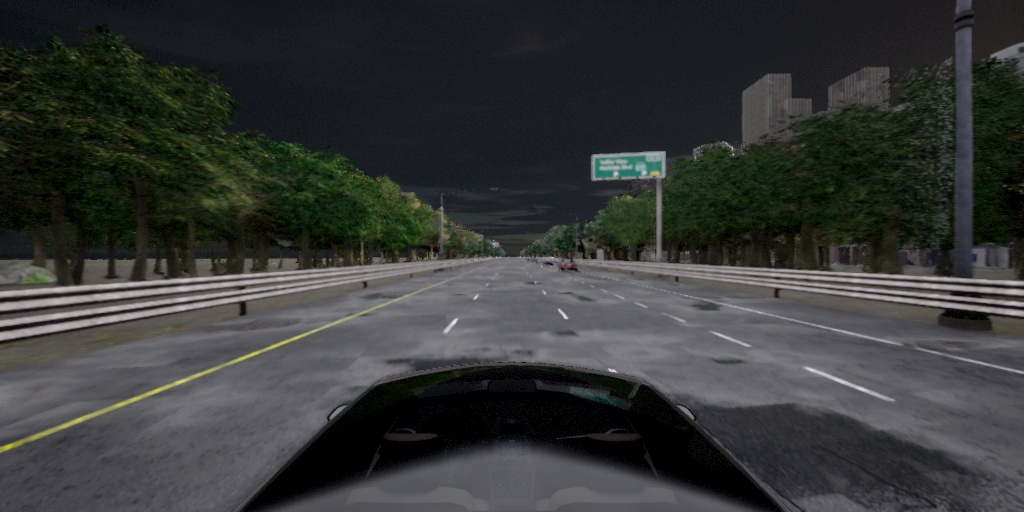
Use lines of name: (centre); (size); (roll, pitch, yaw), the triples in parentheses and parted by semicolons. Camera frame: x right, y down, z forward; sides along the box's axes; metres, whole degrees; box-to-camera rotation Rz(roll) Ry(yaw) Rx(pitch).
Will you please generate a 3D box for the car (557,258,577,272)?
car: (7.063, 1.089, 46.386); (2.097, 1.767, 4.553); (0, 0, 0)
